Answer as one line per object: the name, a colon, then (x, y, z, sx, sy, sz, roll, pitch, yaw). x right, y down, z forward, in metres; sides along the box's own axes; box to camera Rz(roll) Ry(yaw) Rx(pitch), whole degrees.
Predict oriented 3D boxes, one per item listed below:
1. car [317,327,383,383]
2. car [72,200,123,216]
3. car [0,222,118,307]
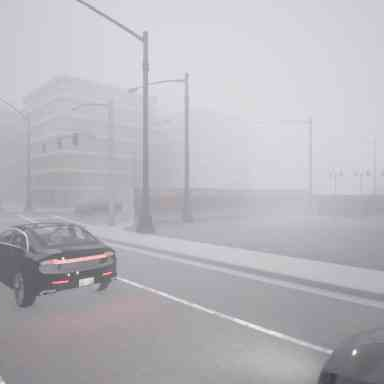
car: (3.157, 1.505, 1.611, 4.892, 1.490, 1.837, 0, 0, 38)
car: (-9.081, 1.491, 32.293, 4.902, 1.511, 2.128, 0, 0, -44)
car: (-3.666, 1.492, 8.089, 2.128, 1.511, 4.902, 0, 0, -43)
